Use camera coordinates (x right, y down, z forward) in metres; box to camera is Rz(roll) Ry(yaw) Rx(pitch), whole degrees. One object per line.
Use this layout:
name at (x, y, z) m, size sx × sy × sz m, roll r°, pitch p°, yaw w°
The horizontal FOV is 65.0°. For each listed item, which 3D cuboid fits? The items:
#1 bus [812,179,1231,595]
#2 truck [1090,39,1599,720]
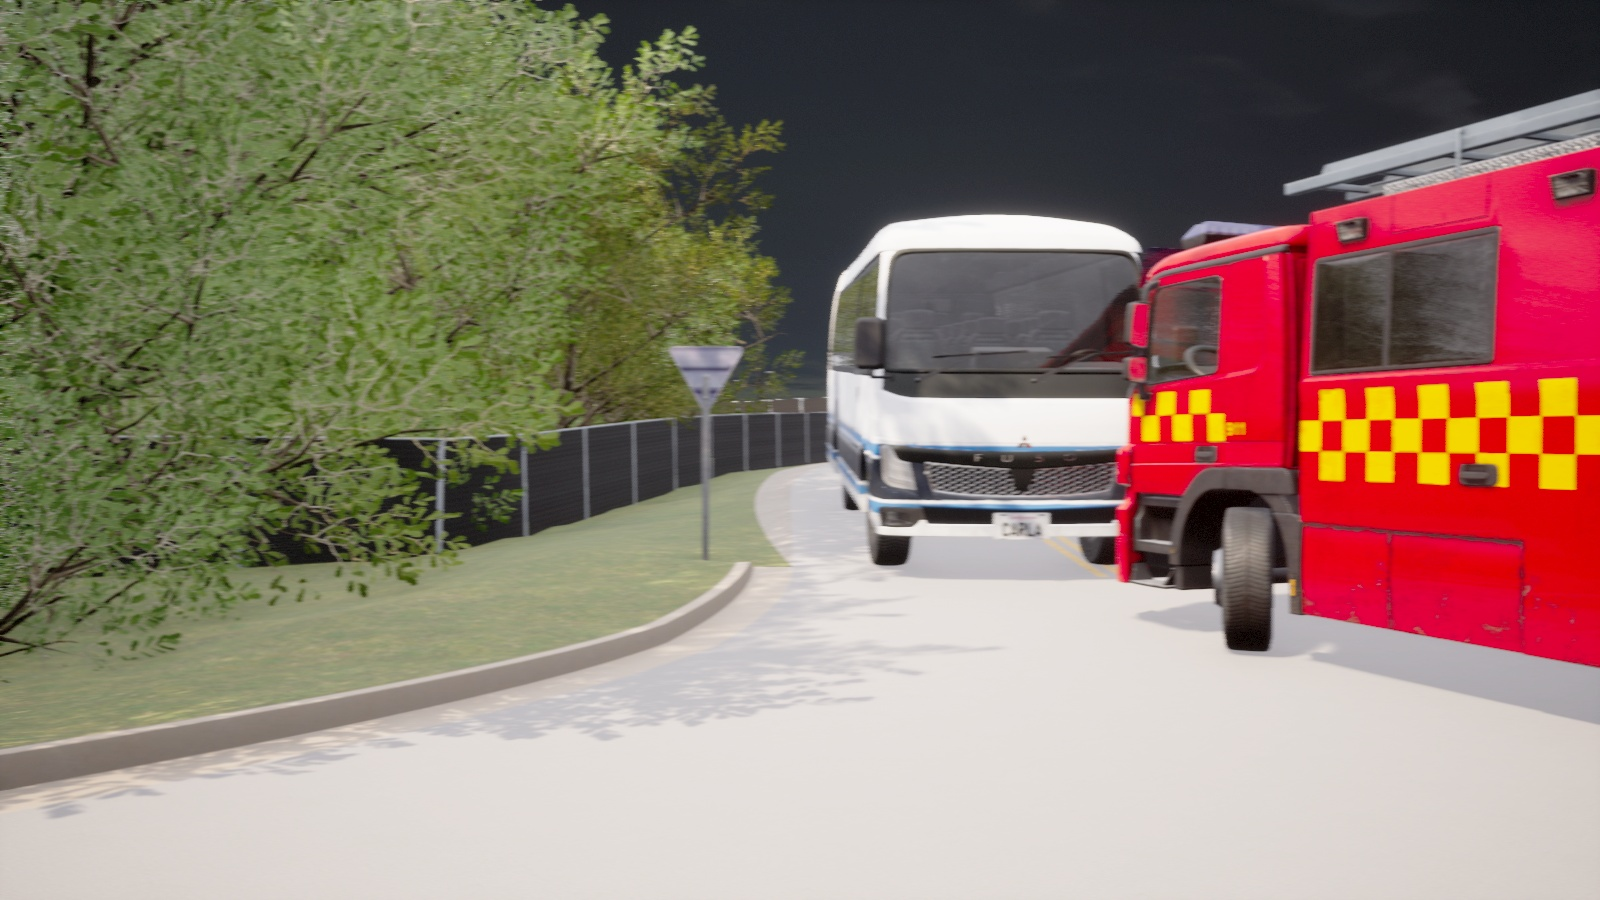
bus at (2.367, -0.996, 18.181) m, size 3.944 × 4.253 × 10.273 m, roll -1°, pitch 4°, yaw -2°
truck at (5.574, -0.416, 8.347) m, size 2.891 × 3.827 × 8.468 m, roll -1°, pitch 0°, yaw -20°
